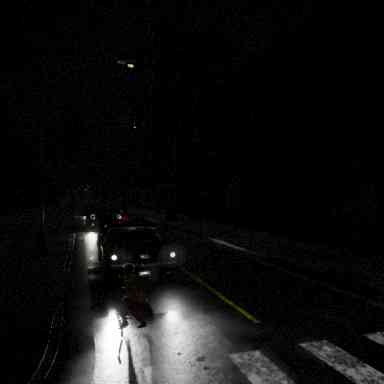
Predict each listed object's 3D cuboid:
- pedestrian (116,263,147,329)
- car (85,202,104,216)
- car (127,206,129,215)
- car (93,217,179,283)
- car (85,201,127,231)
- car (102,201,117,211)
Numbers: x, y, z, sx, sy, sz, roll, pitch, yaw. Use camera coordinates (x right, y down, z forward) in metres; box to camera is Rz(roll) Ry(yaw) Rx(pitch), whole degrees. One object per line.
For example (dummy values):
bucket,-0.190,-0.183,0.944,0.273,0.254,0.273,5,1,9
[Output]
pedestrian,-0.975,1.691,5.430,0.500,1.100,0.500,0,0,-19
car,-11.557,1.949,39.220,1.882,1.535,5.008,1,-1,-18
car,-8.803,2.011,40.094,1.837,1.490,4.892,1,-2,-19
car,-1.842,1.671,10.153,1.895,1.301,4.718,1,-1,-18
car,-5.999,1.571,22.472,2.097,1.767,4.553,1,-1,-20
car,-13.148,2.224,53.010,1.882,1.535,5.008,1,-1,-19
